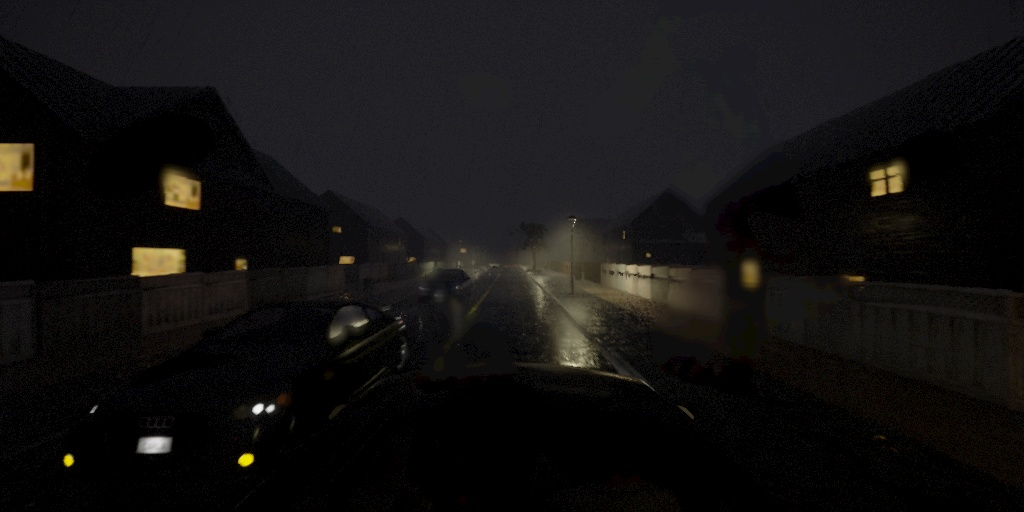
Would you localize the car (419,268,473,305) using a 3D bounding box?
[{"bbox_3d":[-2.875,1.312,16.493,1.812,1.442,4.674,0,0,0],"label":"car"}]

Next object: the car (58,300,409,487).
[{"bbox_3d":[-2.851,1.325,4.849,1.994,1.385,4.181,0,0,0],"label":"car"}]

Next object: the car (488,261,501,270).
[{"bbox_3d":[-2.931,1.602,60.972,1.812,1.442,4.674,0,-1,0],"label":"car"}]
